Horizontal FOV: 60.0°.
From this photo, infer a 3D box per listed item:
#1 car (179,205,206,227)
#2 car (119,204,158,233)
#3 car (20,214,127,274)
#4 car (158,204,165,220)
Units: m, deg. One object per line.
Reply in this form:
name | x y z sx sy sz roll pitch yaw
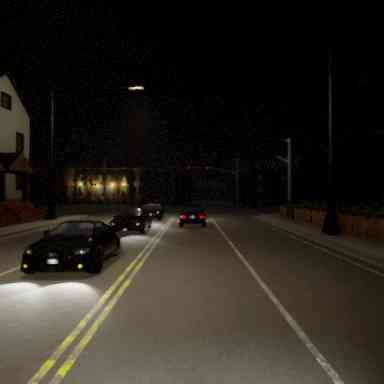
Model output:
car | 0.057 1.654 23.854 2.033 1.411 5.357 0 0 0
car | -3.567 1.639 20.448 2.033 1.411 5.357 0 0 0
car | -3.591 1.612 10.567 1.994 1.385 4.181 0 0 0
car | -3.504 1.732 29.217 1.895 1.301 4.718 0 0 0
